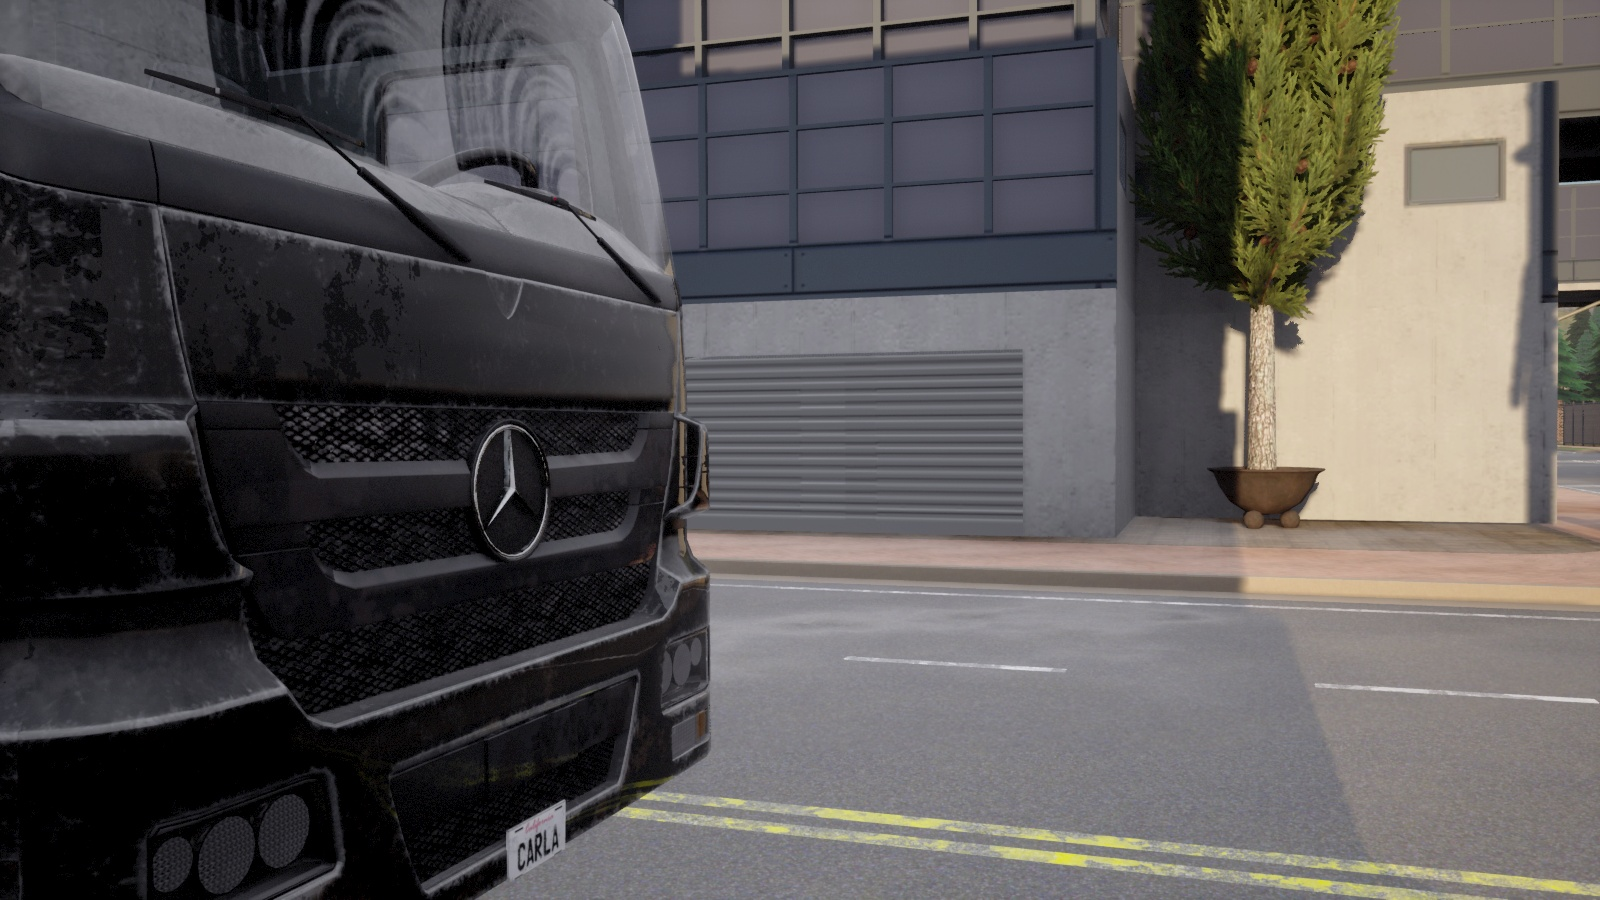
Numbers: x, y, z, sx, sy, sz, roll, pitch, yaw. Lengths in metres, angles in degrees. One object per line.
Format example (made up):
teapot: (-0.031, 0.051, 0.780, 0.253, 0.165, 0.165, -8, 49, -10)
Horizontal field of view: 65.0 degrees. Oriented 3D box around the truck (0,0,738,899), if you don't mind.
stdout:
truck: (-4.464, -0.248, 4.736, 7.936, 3.462, 2.891, 1, 1, 20)
